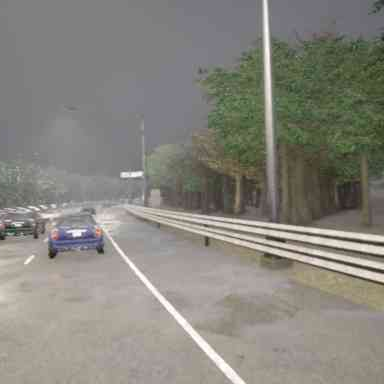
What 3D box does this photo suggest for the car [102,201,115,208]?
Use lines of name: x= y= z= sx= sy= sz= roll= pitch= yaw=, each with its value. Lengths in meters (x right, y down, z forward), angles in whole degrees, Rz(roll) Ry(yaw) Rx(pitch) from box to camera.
car: x=-21.794 y=3.310 z=85.197 sx=2.128 sy=1.511 sz=4.902 roll=-2 pitch=-1 yaw=-8

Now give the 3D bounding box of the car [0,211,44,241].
car: x=-10.840 y=2.018 z=21.584 sx=2.097 sy=1.767 sz=4.553 roll=-2 pitch=-1 yaw=-17

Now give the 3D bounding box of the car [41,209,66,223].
car: x=-15.363 y=2.616 z=37.165 sx=1.895 sy=1.301 sz=4.718 roll=-2 pitch=-1 yaw=-15

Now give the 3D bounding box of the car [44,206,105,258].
car: x=-5.178 y=1.729 z=15.011 sx=2.097 sy=1.767 sz=4.553 roll=-2 pitch=-1 yaw=-18

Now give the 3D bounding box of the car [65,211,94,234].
car: x=-8.481 y=2.222 z=25.351 sx=1.895 sy=1.301 sz=4.718 roll=-2 pitch=-1 yaw=-17
